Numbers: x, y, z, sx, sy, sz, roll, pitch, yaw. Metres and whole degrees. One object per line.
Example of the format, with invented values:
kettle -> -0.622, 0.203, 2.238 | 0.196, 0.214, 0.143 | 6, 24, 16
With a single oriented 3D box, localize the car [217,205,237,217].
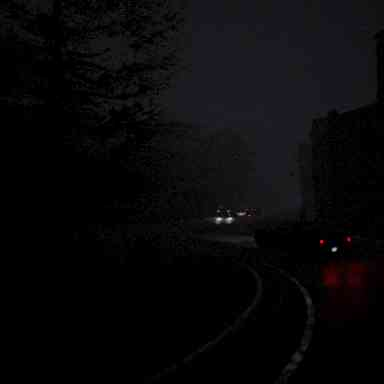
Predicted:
car -> 5.143, 2.745, 48.843 | 2.097, 1.767, 4.553 | -1, -1, 20

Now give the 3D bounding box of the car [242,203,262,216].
car -> 9.465, 2.858, 50.627 | 2.128, 1.511, 4.902 | -1, -1, 20

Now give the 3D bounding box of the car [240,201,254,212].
car -> 10.729, 2.816, 63.862 | 2.150, 2.045, 5.566 | -1, -1, 21

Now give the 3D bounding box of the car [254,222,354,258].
car -> 4.640, 1.978, 14.727 | 1.895, 1.301, 4.718 | -2, -2, -20
